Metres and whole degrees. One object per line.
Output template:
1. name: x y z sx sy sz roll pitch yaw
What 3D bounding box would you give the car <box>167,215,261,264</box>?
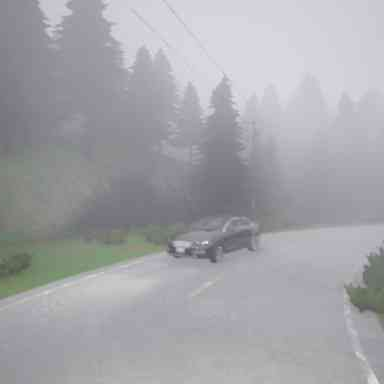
1. car: 1.022 1.653 12.786 2.128 1.511 4.902 0 -1 35
